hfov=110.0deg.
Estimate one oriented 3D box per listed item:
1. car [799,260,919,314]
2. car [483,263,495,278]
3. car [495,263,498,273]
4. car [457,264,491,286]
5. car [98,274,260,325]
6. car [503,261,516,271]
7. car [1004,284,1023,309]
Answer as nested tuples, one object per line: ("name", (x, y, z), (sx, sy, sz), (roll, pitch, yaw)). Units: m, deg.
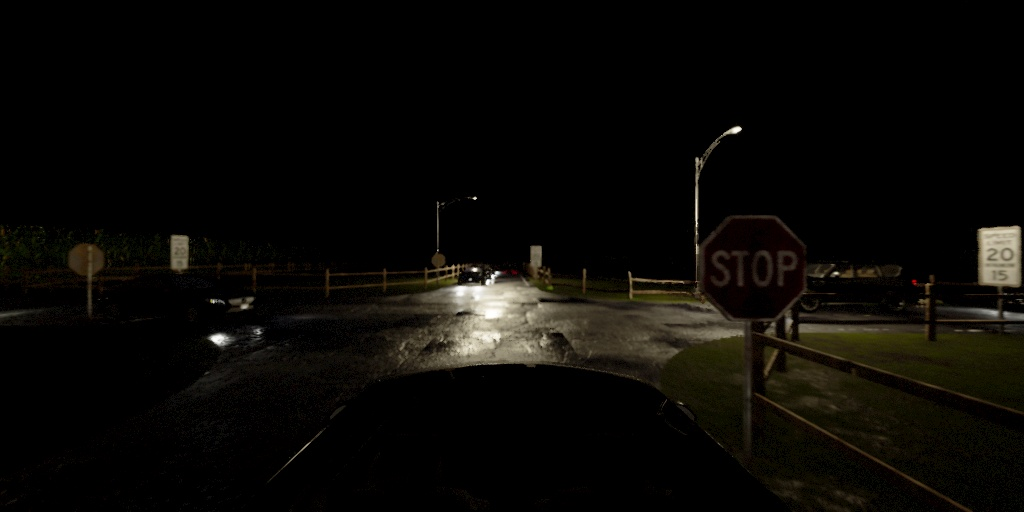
("car", (13.268, 1.200, 14.874), (5.566, 2.045, 2.150), (0, 0, 1))
("car", (-3.080, 1.565, 36.930), (1.837, 1.490, 4.892), (0, 0, 0))
("car", (-3.136, 1.651, 46.912), (1.837, 1.490, 4.892), (0, 0, 0))
("car", (-3.021, 1.547, 28.105), (1.994, 1.385, 4.181), (0, -1, 0))
("car", (-10.675, 1.302, 11.554), (4.674, 1.442, 1.812), (0, -1, 8))
("car", (-0.387, 1.607, 59.538), (2.097, 1.767, 4.553), (0, 0, 0))
("car", (23.427, 1.567, 14.828), (4.892, 1.490, 1.837), (0, 0, 0))
